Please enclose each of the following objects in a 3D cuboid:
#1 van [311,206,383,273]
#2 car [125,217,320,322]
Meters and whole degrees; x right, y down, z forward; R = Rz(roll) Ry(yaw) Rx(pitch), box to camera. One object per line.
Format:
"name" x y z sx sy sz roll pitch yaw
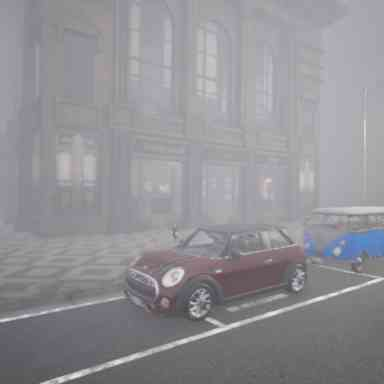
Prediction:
"van" 5.191 1.362 10.483 3.998 1.788 1.690 0 1 -36
"car" 0.619 1.449 7.207 4.097 1.590 1.967 0 1 -36
